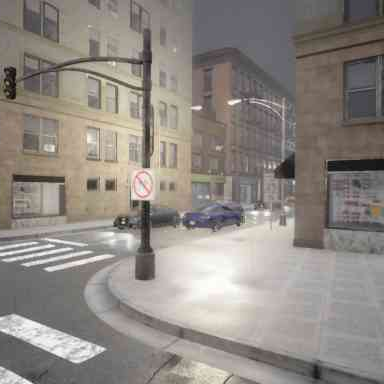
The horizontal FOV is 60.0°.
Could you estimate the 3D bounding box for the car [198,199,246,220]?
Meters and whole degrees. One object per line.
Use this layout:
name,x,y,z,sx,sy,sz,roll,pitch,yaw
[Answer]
car,2.462,1.297,26.277,1.994,1.385,4.181,1,1,34

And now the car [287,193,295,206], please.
car,13.685,0.870,43.013,2.097,1.767,4.553,1,1,34

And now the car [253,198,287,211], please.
car,7.962,1.191,34.503,1.994,1.385,4.181,1,1,34

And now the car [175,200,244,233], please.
car,1.304,1.368,18.774,1.812,1.442,4.674,1,1,34

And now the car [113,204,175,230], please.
car,-2.452,1.388,18.910,1.994,1.385,4.181,1,1,34
